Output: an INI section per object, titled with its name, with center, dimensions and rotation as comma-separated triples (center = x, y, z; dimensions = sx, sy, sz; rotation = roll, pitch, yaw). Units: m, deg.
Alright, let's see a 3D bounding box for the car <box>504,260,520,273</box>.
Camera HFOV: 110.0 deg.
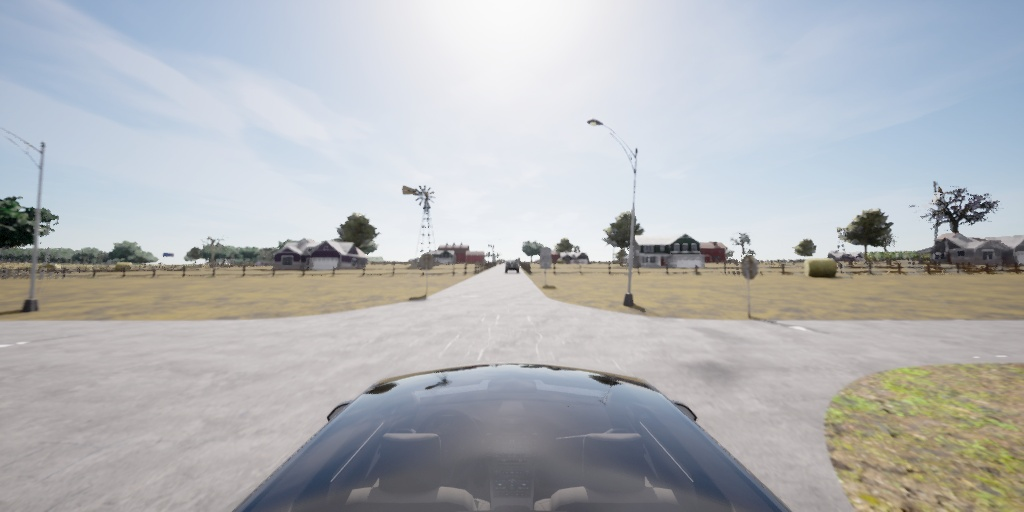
[car]
center = 0.016, 1.576, 55.328
dimensions = 2.150, 2.045, 5.566
rotation = 0, 0, 0
